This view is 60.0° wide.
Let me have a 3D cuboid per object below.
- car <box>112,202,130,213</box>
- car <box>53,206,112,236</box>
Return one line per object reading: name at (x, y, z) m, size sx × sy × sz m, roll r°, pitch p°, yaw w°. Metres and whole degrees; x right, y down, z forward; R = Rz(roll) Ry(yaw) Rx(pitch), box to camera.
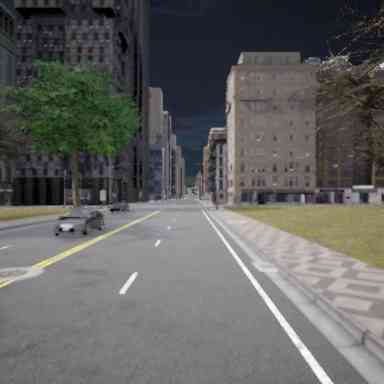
car at (-9.827, 2.094, 45.815) m, size 2.033 × 1.411 × 5.357 m, roll 0°, pitch -1°, yaw 0°
car at (-6.598, 1.719, 19.889) m, size 2.128 × 1.511 × 4.902 m, roll 0°, pitch -1°, yaw 0°
